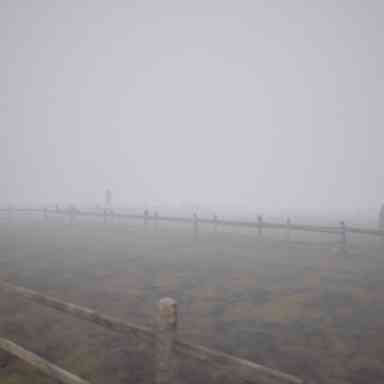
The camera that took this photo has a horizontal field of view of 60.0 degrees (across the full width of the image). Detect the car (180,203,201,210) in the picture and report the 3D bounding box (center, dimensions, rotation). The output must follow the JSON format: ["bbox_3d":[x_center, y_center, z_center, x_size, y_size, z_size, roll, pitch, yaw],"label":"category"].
[{"bbox_3d":[-0.238,2.572,58.278,1.994,1.385,4.181,1,-1,35],"label":"car"}]
